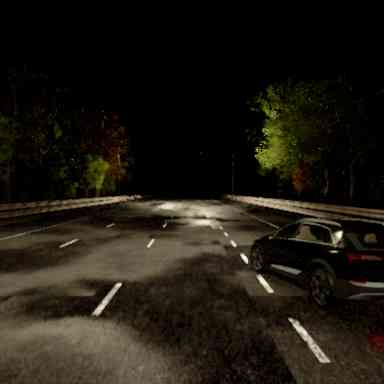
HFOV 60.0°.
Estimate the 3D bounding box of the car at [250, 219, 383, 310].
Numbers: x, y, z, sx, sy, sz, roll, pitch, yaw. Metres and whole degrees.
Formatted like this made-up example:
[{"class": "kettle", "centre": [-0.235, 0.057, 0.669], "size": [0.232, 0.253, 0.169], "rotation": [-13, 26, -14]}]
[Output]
[{"class": "car", "centre": [3.040, 1.423, 7.909], "size": [2.033, 1.649, 4.856], "rotation": [1, -2, -13]}]
